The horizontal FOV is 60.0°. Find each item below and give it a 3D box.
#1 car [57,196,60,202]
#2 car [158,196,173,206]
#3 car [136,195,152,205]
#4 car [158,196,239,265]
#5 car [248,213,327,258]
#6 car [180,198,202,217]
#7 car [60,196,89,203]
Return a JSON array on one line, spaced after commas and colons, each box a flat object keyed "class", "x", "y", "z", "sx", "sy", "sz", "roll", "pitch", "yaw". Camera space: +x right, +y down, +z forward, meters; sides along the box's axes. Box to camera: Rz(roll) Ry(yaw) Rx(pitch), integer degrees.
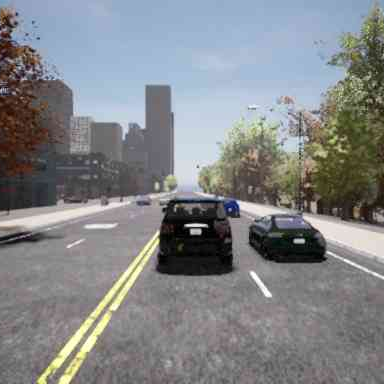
[{"class": "car", "x": -29.127, "y": 1.369, "z": 67.807, "sx": 4.403, "sy": 1.369, "sz": 2.008, "roll": -1, "pitch": 2, "yaw": -1}, {"class": "car", "x": -3.808, "y": 1.278, "z": 48.685, "sx": 1.895, "sy": 1.301, "sz": 4.718, "roll": 0, "pitch": 0, "yaw": 0}, {"class": "car", "x": -7.063, "y": 1.219, "z": 49.529, "sx": 2.033, "sy": 1.411, "sz": 5.357, "roll": 0, "pitch": 0, "yaw": -1}, {"class": "car", "x": 0.094, "y": 1.143, "z": 11.558, "sx": 2.150, "sy": 2.045, "sz": 5.566, "roll": 0, "pitch": 0, "yaw": 0}, {"class": "car", "x": 3.338, "y": 1.480, "z": 12.374, "sx": 1.994, "sy": 1.385, "sz": 4.181, "roll": 0, "pitch": 0, "yaw": 0}, {"class": "car", "x": -0.130, "y": 1.327, "z": 29.631, "sx": 1.812, "sy": 1.442, "sz": 4.674, "roll": 0, "pitch": 0, "yaw": -1}, {"class": "car", "x": -20.660, "y": 1.426, "z": 59.429, "sx": 4.313, "sy": 1.339, "sz": 1.947, "roll": -1, "pitch": 2, "yaw": -1}]
